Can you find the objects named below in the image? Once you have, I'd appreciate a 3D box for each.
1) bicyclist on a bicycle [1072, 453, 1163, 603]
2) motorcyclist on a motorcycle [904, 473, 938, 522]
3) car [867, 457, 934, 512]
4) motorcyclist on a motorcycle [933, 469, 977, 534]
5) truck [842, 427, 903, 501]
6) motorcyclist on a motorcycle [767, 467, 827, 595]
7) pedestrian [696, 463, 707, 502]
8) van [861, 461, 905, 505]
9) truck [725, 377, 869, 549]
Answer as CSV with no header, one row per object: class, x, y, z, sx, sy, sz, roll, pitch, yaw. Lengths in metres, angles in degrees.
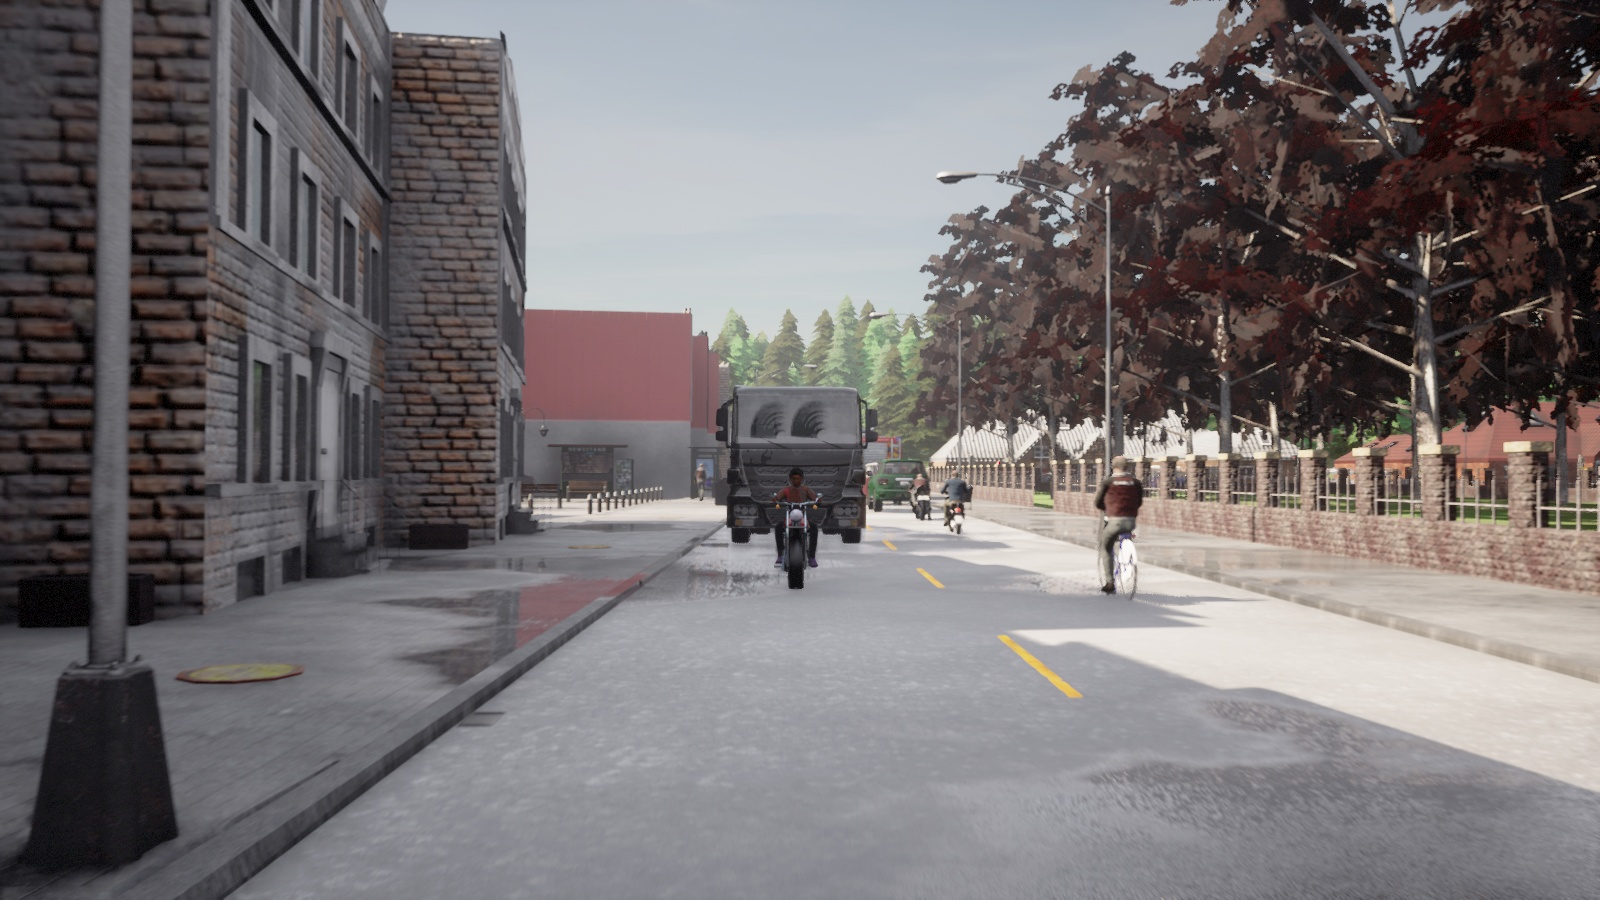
bicyclist on a bicycle,3.961,0.934,15.795,0.659,1.776,1.843,0,-1,0
motorcyclist on a motorcycle,3.903,1.516,40.737,0.866,1.530,2.191,0,-1,0
car,3.895,1.351,49.761,2.150,2.045,5.566,0,-1,-1
motorcyclist on a motorcycle,3.922,1.286,31.855,0.866,1.590,1.817,0,-1,0
truck,3.869,0.789,68.976,2.891,3.827,8.468,0,-1,0
motorcyclist on a motorcycle,-0.043,1.056,17.355,0.766,1.649,2.350,0,-1,0
pedestrian,-4.670,1.539,59.747,0.376,1.854,0.720,0,-1,8
van,3.881,1.545,59.331,1.775,1.987,4.442,0,-1,0
truck,-0.076,0.325,29.399,2.891,3.462,7.936,0,-1,0
